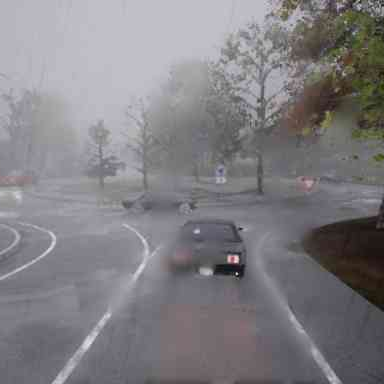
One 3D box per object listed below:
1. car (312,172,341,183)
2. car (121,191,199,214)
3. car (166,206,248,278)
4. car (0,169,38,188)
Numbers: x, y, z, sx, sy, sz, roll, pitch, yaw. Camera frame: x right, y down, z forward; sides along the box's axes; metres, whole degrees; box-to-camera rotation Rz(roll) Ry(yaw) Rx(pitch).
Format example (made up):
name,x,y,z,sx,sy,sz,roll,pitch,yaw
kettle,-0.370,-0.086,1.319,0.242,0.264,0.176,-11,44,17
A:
name,x,y,z,sx,sy,sz,roll,pitch,yaw
car,18.463,-2.011,45.898,1.812,1.442,4.674,-1,6,-17
car,-1.931,0.607,21.032,4.718,1.301,1.895,1,6,3
car,0.562,1.399,9.695,1.895,1.301,4.718,0,3,6
car,-19.877,-1.577,38.412,2.150,2.045,5.566,-1,5,-2
